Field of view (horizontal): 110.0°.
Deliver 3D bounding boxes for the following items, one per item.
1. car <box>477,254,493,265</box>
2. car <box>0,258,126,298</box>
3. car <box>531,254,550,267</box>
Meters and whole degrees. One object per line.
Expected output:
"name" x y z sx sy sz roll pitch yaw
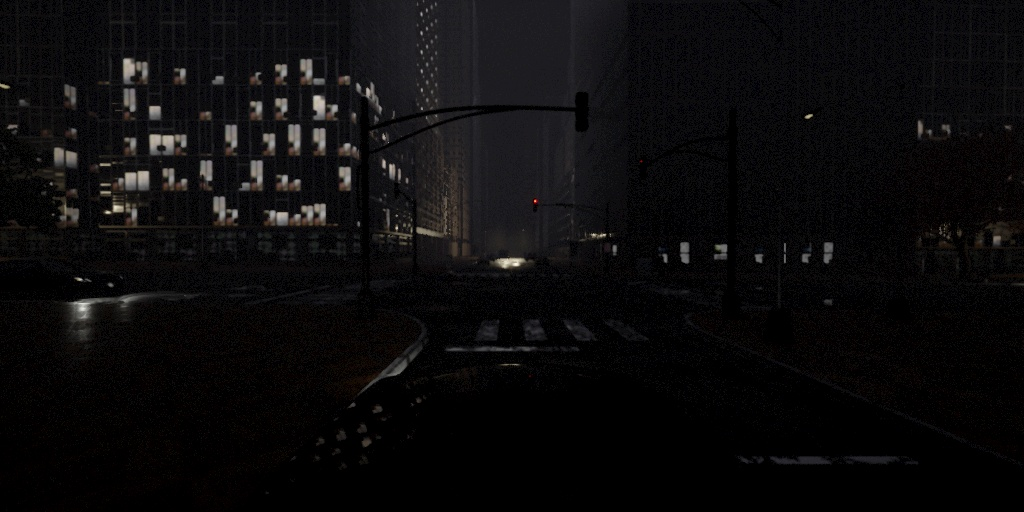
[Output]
"car" -4.080 0.655 52.078 1.802 1.307 4.207 0 0 0
"car" -18.087 0.810 13.970 4.674 1.442 1.812 1 1 -3
"car" 3.879 0.716 46.594 1.948 1.339 4.313 0 0 0
